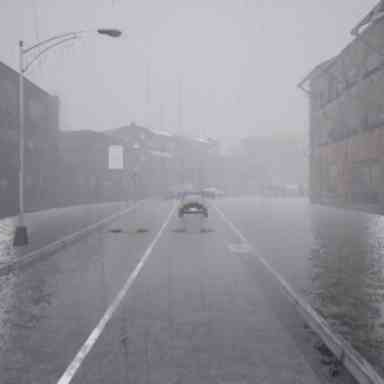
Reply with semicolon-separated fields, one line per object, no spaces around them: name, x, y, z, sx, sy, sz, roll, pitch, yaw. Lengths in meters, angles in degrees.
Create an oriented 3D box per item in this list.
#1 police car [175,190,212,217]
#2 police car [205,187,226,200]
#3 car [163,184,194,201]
police car;0.090;0.865;23.927;2.038;1.542;4.974;0;2;0
police car;2.746;0.184;41.917;1.930;1.638;5.238;-1;0;26
car;-1.463;0.027;40.210;2.150;2.045;5.566;0;1;21
